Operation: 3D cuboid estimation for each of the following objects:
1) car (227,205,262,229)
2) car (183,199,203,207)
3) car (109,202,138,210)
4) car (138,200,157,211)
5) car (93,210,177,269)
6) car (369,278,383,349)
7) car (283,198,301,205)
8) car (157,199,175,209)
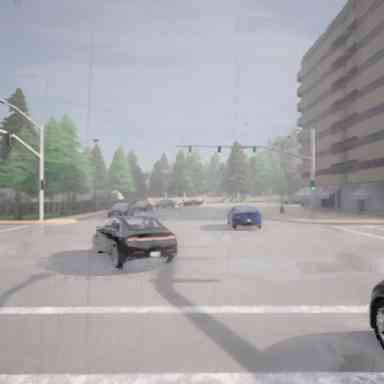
[{"bbox_3d":[3.595,1.663,23.426,1.882,1.535,5.008,0,0,0],"label":"car"},{"bbox_3d":[0.213,2.043,62.282,1.895,1.301,4.718,0,0,31],"label":"car"},{"bbox_3d":[-6.990,1.763,33.240,1.812,1.442,4.674,0,0,2],"label":"car"},{"bbox_3d":[-6.374,1.833,43.144,1.812,1.442,4.674,0,0,8],"label":"car"},{"bbox_3d":[-2.158,1.587,11.691,2.128,1.511,4.902,1,-1,-27],"label":"car"},{"bbox_3d":[3.704,1.376,3.243,2.097,1.767,4.553,0,0,2],"label":"car"},{"bbox_3d":[21.643,2.062,71.845,4.181,1.385,1.994,0,0,-22],"label":"car"},{"bbox_3d":[-4.232,1.883,53.113,1.837,1.490,4.892,0,0,20],"label":"car"}]
